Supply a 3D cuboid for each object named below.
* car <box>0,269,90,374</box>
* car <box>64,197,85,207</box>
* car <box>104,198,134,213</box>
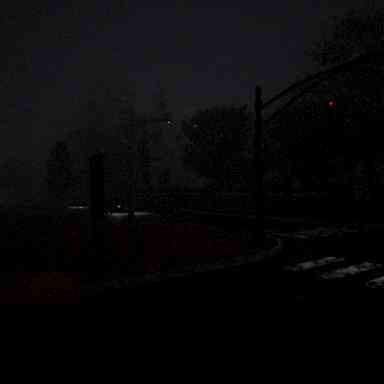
[{"bbox_3d":[-3.783,1.542,4.015,4.829,1.417,1.752,-1,1,-36],"label":"car"},{"bbox_3d":[-17.366,1.430,49.132,2.033,1.411,5.357,-1,0,-34],"label":"car"},{"bbox_3d":[-7.844,1.387,35.216,1.812,1.442,4.674,-1,1,-34],"label":"car"}]
